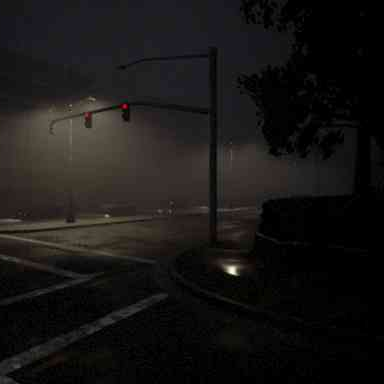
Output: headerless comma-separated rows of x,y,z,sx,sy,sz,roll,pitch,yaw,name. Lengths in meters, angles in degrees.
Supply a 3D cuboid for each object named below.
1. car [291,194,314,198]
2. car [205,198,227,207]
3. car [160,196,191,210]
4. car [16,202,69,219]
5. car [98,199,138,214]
13.117,1.220,38.584,2.150,2.045,5.566,0,0,36,car
3.751,1.561,51.508,1.994,1.385,4.181,0,0,36,car
-2.107,1.349,43.494,2.097,1.767,4.553,0,0,36,car
-12.865,1.561,28.742,1.994,1.385,4.181,0,0,36,car
-7.857,1.521,35.611,1.812,1.442,4.674,0,0,36,car
